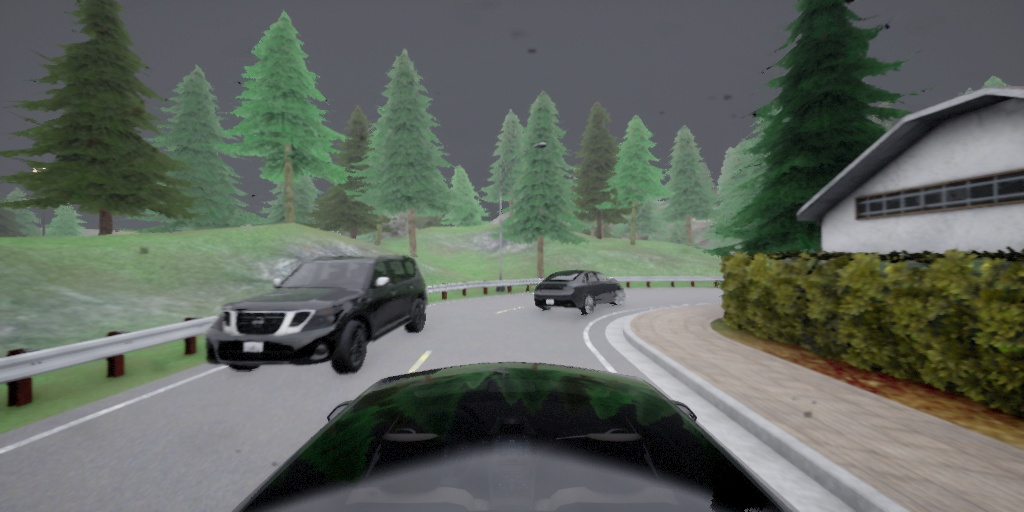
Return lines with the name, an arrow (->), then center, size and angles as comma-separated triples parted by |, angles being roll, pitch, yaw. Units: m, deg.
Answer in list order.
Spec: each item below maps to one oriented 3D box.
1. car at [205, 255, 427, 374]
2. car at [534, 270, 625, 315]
car -> -3.610, 0.993, 8.030 | 2.150, 2.045, 5.566 | -1, 0, 4
car -> 2.730, 1.288, 13.886 | 1.837, 1.490, 4.892 | -3, -2, 37
